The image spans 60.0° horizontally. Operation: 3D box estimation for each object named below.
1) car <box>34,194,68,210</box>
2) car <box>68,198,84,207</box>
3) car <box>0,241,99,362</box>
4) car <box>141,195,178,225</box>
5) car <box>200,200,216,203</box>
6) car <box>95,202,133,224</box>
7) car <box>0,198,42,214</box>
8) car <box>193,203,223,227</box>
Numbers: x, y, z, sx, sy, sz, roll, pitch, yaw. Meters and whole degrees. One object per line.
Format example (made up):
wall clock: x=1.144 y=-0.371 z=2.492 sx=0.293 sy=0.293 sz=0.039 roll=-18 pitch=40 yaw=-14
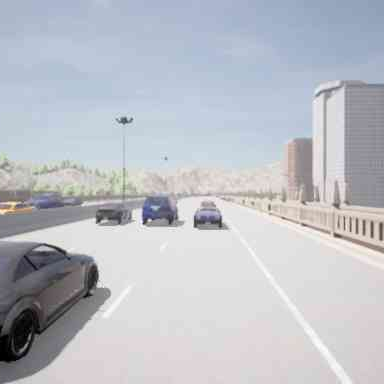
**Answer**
car: x=-15.963 y=1.242 z=36.135 sx=2.150 sy=2.045 sz=5.566 roll=0 pitch=0 yaw=3
car: x=-18.647 y=1.628 z=52.335 sx=2.033 sy=1.411 sz=5.357 roll=0 pitch=0 yaw=3
car: x=-3.146 y=1.557 z=5.898 sx=1.994 sy=1.385 sz=4.181 roll=0 pitch=0 yaw=2
car: x=-2.317 y=1.267 z=24.949 sx=2.150 sy=2.045 sz=5.566 roll=0 pitch=0 yaw=3
car: x=1.908 y=1.690 z=40.272 sx=1.994 sy=1.385 sz=4.181 roll=0 pitch=0 yaw=3
car: x=-5.810 y=1.534 z=25.178 sx=1.837 sy=1.490 sz=4.892 roll=0 pitch=0 yaw=3
car: x=-13.075 y=1.466 z=23.729 sx=1.882 sy=1.535 sz=5.008 roll=0 pitch=0 yaw=3
car: x=1.094 y=1.658 z=23.019 sx=1.895 sy=1.301 sz=4.718 roll=0 pitch=0 yaw=3
